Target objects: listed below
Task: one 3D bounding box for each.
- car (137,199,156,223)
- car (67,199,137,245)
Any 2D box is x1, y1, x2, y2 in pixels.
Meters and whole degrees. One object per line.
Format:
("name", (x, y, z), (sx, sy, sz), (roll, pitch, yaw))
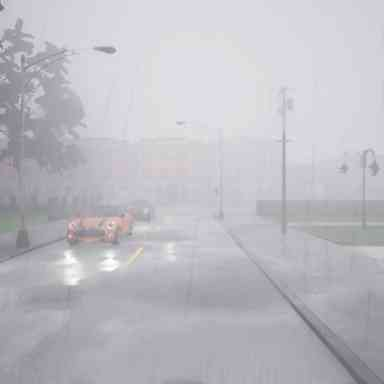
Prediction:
("car", (-4.079, 1.349, 25.738), (2.097, 1.767, 4.553), (0, 0, 0))
("car", (-4.099, 1.350, 15.486), (2.097, 1.767, 4.553), (0, 0, 0))
